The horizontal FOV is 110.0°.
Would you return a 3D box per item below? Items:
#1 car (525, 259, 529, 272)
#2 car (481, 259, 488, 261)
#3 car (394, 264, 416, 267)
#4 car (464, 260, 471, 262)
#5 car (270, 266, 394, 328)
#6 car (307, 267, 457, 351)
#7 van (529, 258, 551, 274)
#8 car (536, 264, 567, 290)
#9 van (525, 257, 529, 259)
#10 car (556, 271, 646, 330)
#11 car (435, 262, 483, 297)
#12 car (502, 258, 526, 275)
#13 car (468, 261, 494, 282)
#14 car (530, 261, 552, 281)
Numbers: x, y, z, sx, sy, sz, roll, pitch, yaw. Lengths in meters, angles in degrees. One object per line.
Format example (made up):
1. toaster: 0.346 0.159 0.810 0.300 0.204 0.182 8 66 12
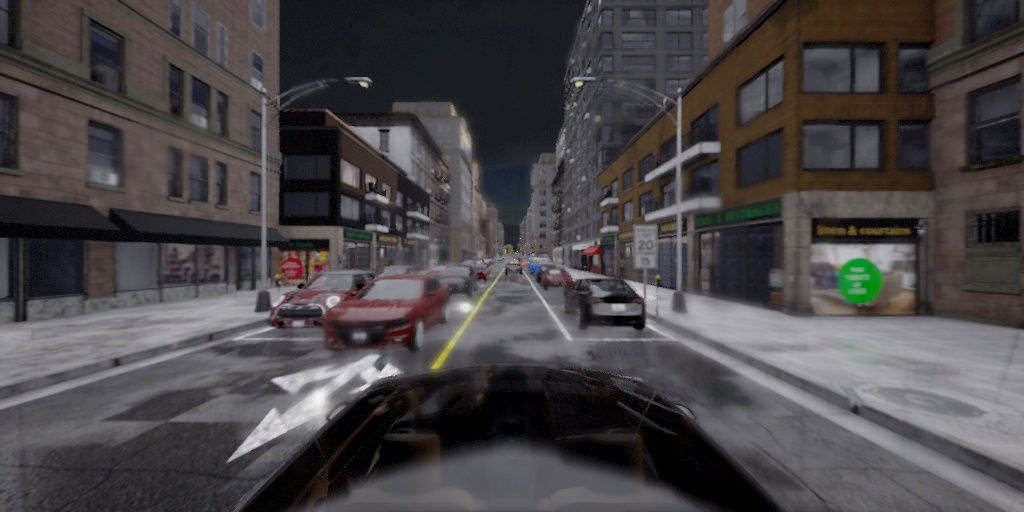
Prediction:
1. car: 2.734 1.305 38.548 2.007 1.370 4.403 0 0 0
2. car: -5.244 1.313 55.102 2.007 1.370 4.403 0 0 0
3. car: -5.353 1.181 16.528 1.967 1.591 4.097 0 0 0
4. car: -5.306 1.294 33.060 2.007 1.370 4.403 0 0 0
5. car: -5.368 1.182 11.017 1.967 1.591 4.097 0 0 0
6. car: -2.835 1.223 9.184 1.882 1.535 5.008 0 0 0
7. van: 2.719 1.092 33.037 1.690 1.789 3.998 0 0 0
8. car: 2.688 1.330 22.017 1.802 1.307 4.207 0 0 0
9. van: 2.750 1.100 44.058 1.690 1.789 3.998 0 0 0
10. car: 2.657 1.316 10.994 1.948 1.339 4.313 0 0 0
11. car: -2.805 1.248 18.778 1.837 1.490 4.892 0 0 0
12. car: 0.203 1.244 39.065 2.128 1.511 4.902 0 0 0
13. car: -2.767 1.345 28.918 1.895 1.301 4.718 0 0 0
14. car: 2.703 1.315 27.527 1.948 1.339 4.313 0 0 0
